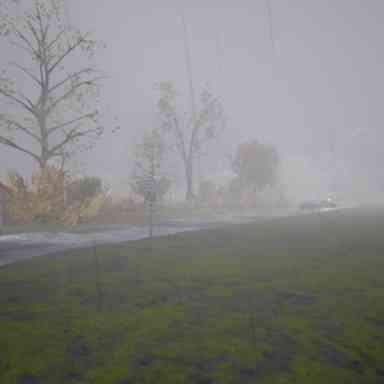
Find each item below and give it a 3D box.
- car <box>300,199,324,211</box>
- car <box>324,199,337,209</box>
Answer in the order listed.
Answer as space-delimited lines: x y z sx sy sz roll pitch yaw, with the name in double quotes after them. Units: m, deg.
16.655 1.858 46.753 1.837 1.490 4.892 1 0 36 "car"
22.535 1.910 54.968 2.128 1.511 4.902 1 0 36 "car"
